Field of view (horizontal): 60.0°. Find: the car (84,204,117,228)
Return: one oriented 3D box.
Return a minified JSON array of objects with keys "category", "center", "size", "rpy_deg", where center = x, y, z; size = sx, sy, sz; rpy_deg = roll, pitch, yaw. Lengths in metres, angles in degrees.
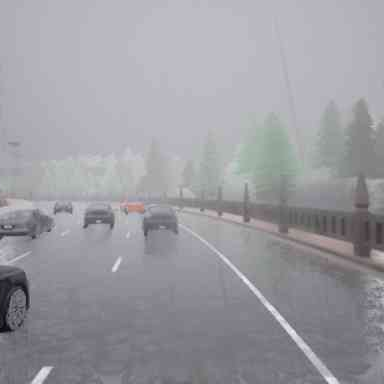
[{"category":"car","center":[-6.219,1.552,22.630],"size":[1.837,1.490,4.892],"rpy_deg":[0,0,-12]}]

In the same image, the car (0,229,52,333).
[{"category":"car","center":[-3.681,1.510,3.904],"size":[2.128,1.511,4.902],"rpy_deg":[0,0,-2]}]

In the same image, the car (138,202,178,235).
[{"category":"car","center":[-1.941,1.532,19.150],"size":[1.837,1.490,4.892],"rpy_deg":[0,0,-11]}]

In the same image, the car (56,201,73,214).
[{"category":"car","center":[-14.228,1.692,36.751],"size":[1.895,1.301,4.718],"rpy_deg":[0,0,-21]}]

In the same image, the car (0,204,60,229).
[{"category":"car","center":[-8.621,1.598,17.258],"size":[2.033,1.411,5.357],"rpy_deg":[0,0,-11]}]

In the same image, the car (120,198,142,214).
[{"category":"car","center":[-6.497,1.413,35.861],"size":[2.097,1.767,4.553],"rpy_deg":[0,0,-19]}]
